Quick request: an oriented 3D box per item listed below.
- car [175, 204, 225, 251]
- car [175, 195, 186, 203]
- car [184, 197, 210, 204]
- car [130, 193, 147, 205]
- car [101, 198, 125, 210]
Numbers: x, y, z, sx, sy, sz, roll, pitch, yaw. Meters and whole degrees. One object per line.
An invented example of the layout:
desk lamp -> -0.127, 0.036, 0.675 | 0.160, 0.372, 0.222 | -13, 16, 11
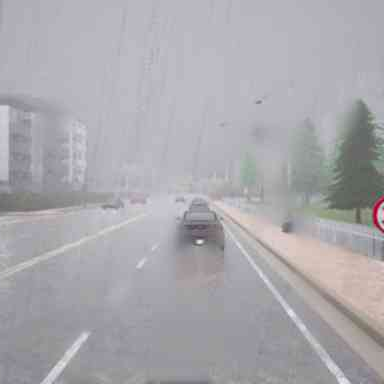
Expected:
car -> 0.335, 1.498, 14.132 | 1.837, 1.490, 4.892 | 0, 0, 1
car -> -2.308, 1.459, 66.034 | 1.837, 1.490, 4.892 | 0, 0, 1
car -> 0.649, 1.475, 31.155 | 2.128, 1.511, 4.902 | 0, 0, 1
car -> -9.467, 1.165, 59.027 | 2.150, 2.045, 5.566 | 0, 0, 2
car -> -9.841, 1.500, 41.926 | 2.033, 1.411, 5.357 | 0, 0, 1
